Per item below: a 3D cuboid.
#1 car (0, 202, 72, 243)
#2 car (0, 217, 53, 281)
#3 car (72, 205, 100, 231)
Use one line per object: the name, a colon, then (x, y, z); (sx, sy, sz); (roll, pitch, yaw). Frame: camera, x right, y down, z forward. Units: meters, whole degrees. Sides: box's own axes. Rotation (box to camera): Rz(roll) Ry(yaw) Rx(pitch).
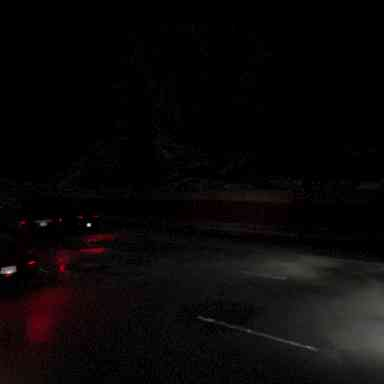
car: (-7.666, 1.344, 15.045); (4.553, 1.767, 2.097); (0, 0, 42)
car: (-5.734, 1.518, 8.687); (4.674, 1.442, 1.812); (0, 0, 40)
car: (-7.272, 1.501, 19.423); (4.892, 1.490, 1.837); (0, 0, 43)
